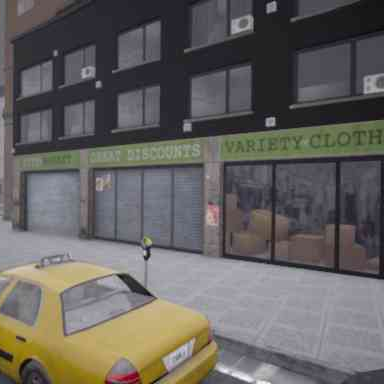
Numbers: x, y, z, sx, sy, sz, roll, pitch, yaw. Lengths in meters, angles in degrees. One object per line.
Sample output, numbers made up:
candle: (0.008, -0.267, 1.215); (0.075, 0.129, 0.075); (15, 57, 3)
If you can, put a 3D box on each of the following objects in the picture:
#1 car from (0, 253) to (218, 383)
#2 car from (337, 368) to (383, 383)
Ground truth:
car: (-2.003, 1.516, 4.510); (4.829, 1.417, 1.752); (0, 1, 35)
car: (2.689, 1.554, 1.176); (4.403, 1.369, 2.008); (0, 1, 35)
